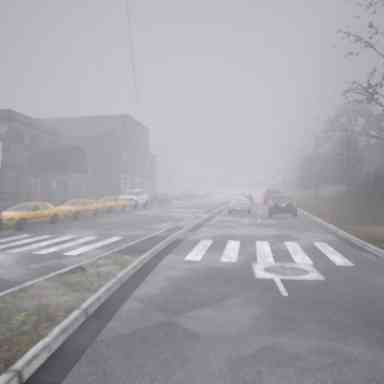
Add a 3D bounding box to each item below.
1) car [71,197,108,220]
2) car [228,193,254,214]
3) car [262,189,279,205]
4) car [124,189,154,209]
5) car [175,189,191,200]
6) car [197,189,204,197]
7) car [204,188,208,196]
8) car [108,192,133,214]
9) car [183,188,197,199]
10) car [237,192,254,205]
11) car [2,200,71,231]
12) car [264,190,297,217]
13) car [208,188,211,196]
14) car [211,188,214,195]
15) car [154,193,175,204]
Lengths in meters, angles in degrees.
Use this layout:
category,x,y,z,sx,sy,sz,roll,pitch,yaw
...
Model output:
category,x,y,z,sx,sy,sz,roll,pitch,yaw
car,-8.533,1.166,24.852,1.946,1.575,5.366,0,1,11
car,4.307,1.115,29.727,1.812,1.442,4.674,0,1,12
car,10.110,0.592,42.080,2.150,2.045,5.566,0,1,11
car,-6.412,0.742,35.981,2.435,2.045,5.566,0,1,11
car,-2.272,0.652,57.725,2.231,1.521,4.892,0,1,11
car,0.462,0.422,72.382,2.231,1.521,4.892,0,1,12
car,1.802,0.311,79.122,1.946,1.575,5.366,0,1,11
car,-7.500,1.080,30.279,1.946,1.575,5.366,0,1,11
car,-1.247,0.315,63.115,2.435,2.045,5.566,0,1,11
car,7.196,0.847,44.320,2.128,1.511,4.902,0,1,12
car,-9.576,1.254,19.429,1.946,1.575,5.366,0,1,11
car,7.107,0.970,26.569,2.097,1.767,4.553,0,1,11
car,2.875,0.099,84.760,2.185,1.767,4.553,0,1,11
car,3.868,0.140,89.975,1.946,1.575,5.366,0,1,11
car,-4.350,0.852,46.836,2.163,1.488,4.792,0,1,11
